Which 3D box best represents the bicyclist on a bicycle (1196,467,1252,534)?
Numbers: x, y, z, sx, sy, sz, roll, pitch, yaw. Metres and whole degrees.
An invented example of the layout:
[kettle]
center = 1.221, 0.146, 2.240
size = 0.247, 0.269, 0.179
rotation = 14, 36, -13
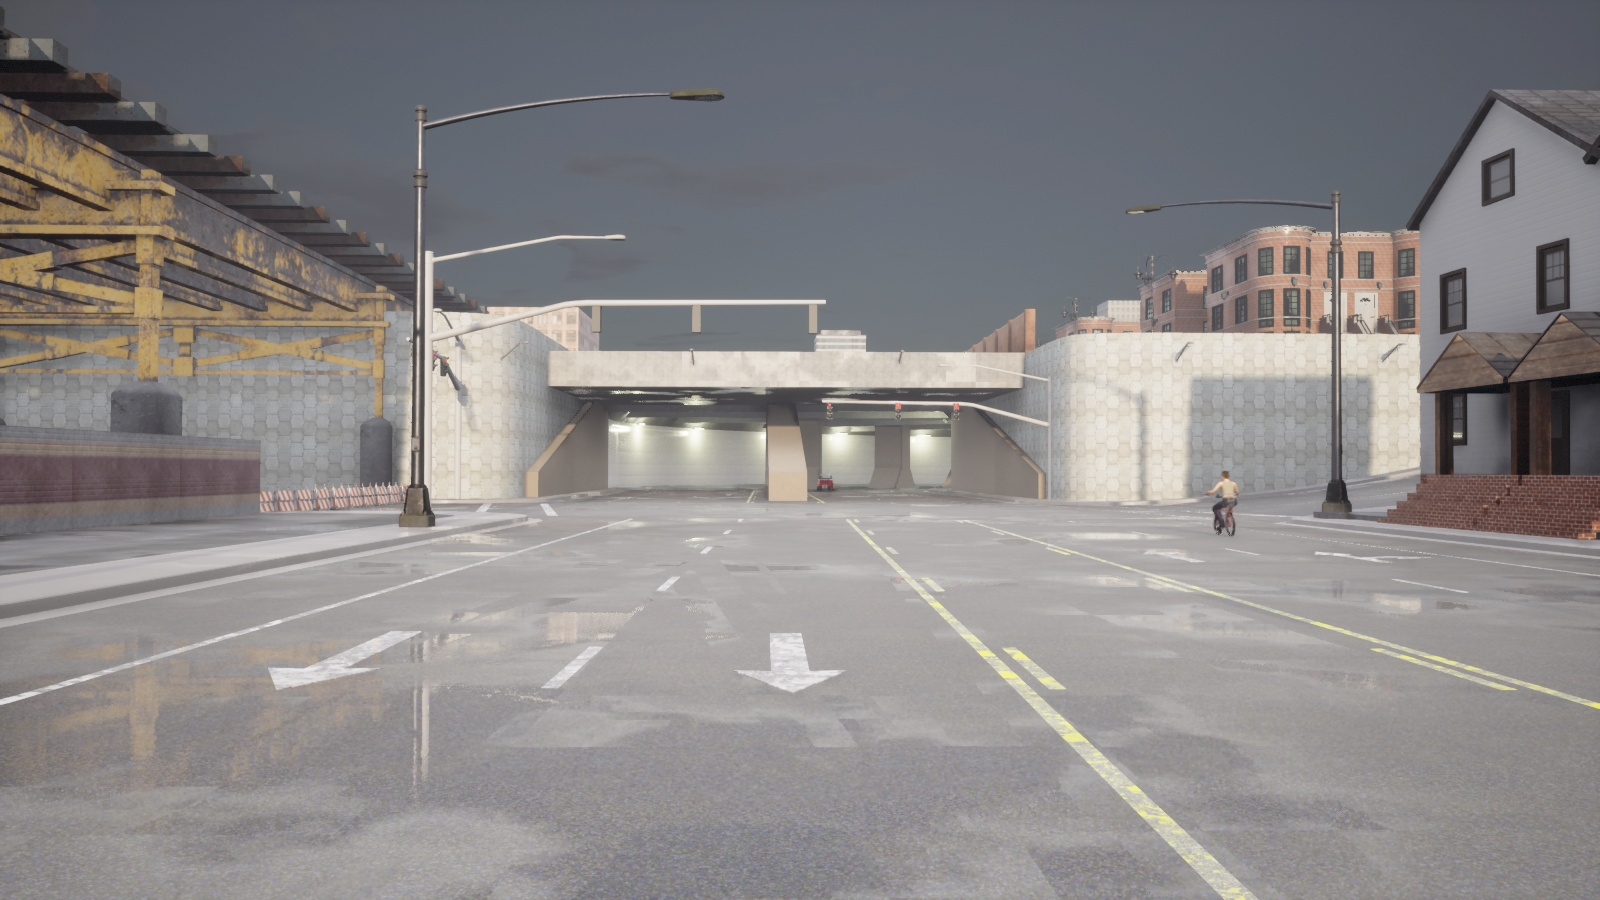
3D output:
[bicyclist on a bicycle]
center = 10.418, 1.227, 30.884
size = 0.866, 1.612, 1.509
rotation = 0, -1, 0
